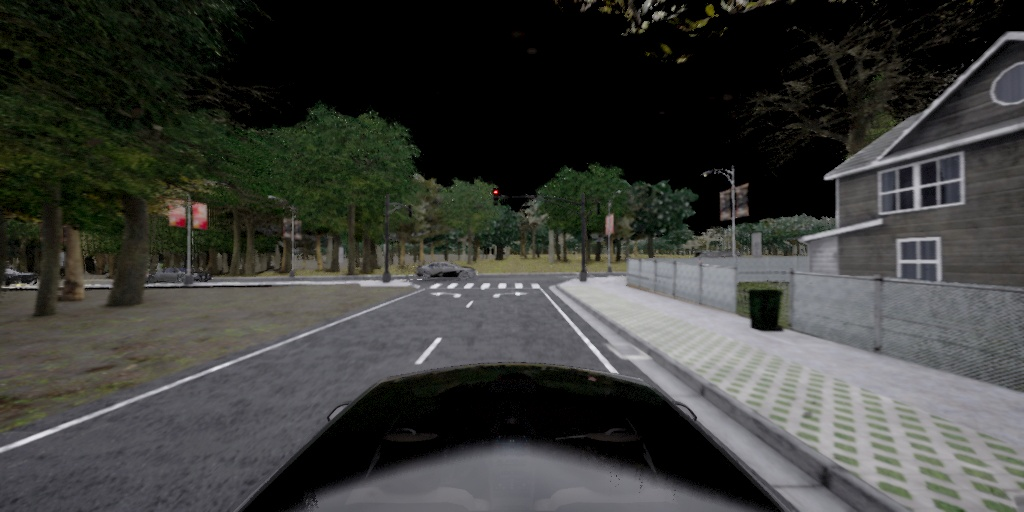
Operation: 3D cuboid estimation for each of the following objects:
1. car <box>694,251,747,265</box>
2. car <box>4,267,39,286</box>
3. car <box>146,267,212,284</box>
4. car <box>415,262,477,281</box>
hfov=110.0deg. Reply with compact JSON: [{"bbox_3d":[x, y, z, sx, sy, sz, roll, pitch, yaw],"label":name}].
[{"bbox_3d":[17.524,0.621,29.148,5.566,2.045,2.150,-1,-1,0],"label":"car"},{"bbox_3d":[-41.932,1.644,29.332,5.008,1.535,1.882,-1,-1,0],"label":"car"},{"bbox_3d":[-27.176,1.593,29.283,4.181,1.385,1.994,-1,-1,0],"label":"car"},{"bbox_3d":[-5.352,1.210,29.213,4.902,1.511,2.128,-1,-1,0],"label":"car"}]
